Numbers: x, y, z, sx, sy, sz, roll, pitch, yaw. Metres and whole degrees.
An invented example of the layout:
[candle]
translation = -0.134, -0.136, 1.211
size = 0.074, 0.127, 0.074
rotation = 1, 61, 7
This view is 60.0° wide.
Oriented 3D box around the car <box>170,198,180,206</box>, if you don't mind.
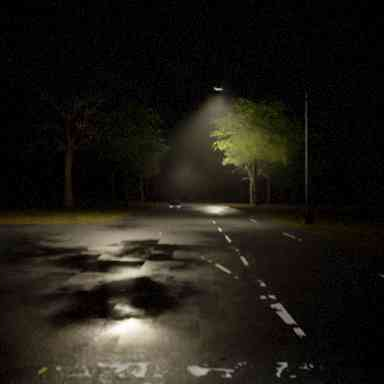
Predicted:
[car]
translation = -3.521, 2.105, 69.998
size = 1.882, 1.535, 5.008
rotation = 0, -1, 0
